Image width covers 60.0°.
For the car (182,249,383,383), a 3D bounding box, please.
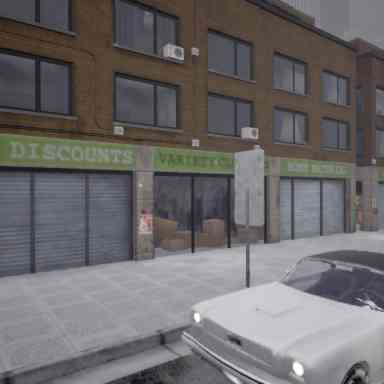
[{"bbox_3d":[2.218,1.600,4.696,4.718,1.301,1.895,0,0,-36],"label":"car"}]
